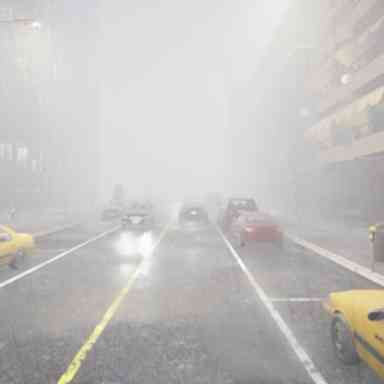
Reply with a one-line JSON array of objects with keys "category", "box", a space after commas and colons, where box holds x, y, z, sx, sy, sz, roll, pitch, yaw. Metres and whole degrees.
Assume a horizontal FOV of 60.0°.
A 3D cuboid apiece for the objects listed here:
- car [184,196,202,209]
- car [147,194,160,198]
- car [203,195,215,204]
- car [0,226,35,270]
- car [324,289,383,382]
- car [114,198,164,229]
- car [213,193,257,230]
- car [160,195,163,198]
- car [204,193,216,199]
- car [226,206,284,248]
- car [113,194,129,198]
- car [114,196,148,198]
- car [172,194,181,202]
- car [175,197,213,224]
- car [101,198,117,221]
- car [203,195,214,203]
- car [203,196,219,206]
[{"category": "car", "box": [0.124, 1.285, 41.285, 2.033, 1.411, 5.357, 0, 0, 0]}, {"category": "car", "box": [-5.653, 1.170, 42.363, 1.967, 1.590, 4.097, 1, 0, 0]}, {"category": "car", "box": [2.698, 1.240, 53.635, 1.802, 1.307, 4.206, 1, 0, 0]}, {"category": "car", "box": [-5.674, 1.472, 8.257, 1.752, 1.417, 4.829, 1, 0, 0]}, {"category": "car", "box": [2.714, 1.506, 2.898, 1.752, 1.417, 4.829, 1, 0, 0]}, {"category": "car", "box": [-3.088, 1.359, 20.725, 2.128, 1.511, 4.902, 0, 0, 0]}, {"category": "car", "box": [2.682, 1.190, 19.695, 2.192, 1.841, 5.009, 1, 0, 0]}, {"category": "car", "box": [-5.647, 1.098, 53.676, 1.967, 1.590, 4.097, 1, 0, 0]}, {"category": "car", "box": [2.695, 1.046, 42.320, 2.192, 1.841, 5.009, 1, 0, 0]}, {"category": "car", "box": [2.675, 1.492, 14.041, 1.802, 1.307, 4.206, 1, 0, 0]}, {"category": "car", "box": [-18.661, 1.157, 87.686, 4.313, 1.339, 1.947, 0, 0, 0]}, {"category": "car", "box": [-5.661, 1.353, 31.052, 2.008, 1.369, 4.403, 1, 0, 0]}, {"category": "car", "box": [-2.963, 1.159, 65.649, 2.033, 1.411, 5.357, 0, 0, 0]}, {"category": "car", "box": [0.113, 1.354, 23.422, 2.163, 1.488, 4.792, 0, 0, 0]}, {"category": "car", "box": [-5.664, 1.389, 25.395, 2.008, 1.369, 4.403, 1, 0, 0]}, {"category": "car", "box": [2.871, 1.203, 59.291, 1.802, 1.307, 4.206, 1, 0, 0]}, {"category": "car", "box": [2.695, 1.260, 47.978, 1.947, 1.339, 4.313, 1, 0, 0]}]
